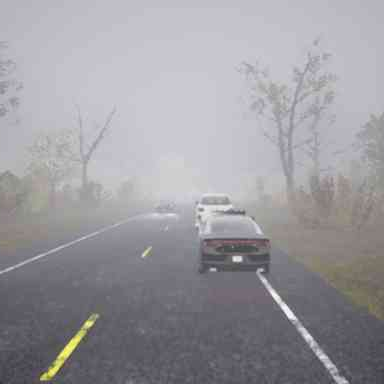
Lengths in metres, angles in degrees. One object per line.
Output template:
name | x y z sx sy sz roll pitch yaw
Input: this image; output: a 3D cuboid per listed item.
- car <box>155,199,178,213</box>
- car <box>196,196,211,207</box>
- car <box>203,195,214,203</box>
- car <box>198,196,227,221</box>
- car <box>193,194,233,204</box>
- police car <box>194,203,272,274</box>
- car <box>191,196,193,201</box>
car | -2.659 1.431 35.080 1.895 1.301 4.718 0 0 3
car | 1.737 1.306 47.203 1.837 1.490 4.892 0 0 5
car | 3.301 1.334 65.812 2.033 1.411 5.357 0 0 6
car | 1.555 1.215 26.253 2.097 1.767 4.553 0 0 2
car | 1.346 1.116 20.342 2.150 2.045 5.566 0 0 2
police car | 1.119 1.368 10.470 1.930 1.638 5.238 0 0 1
car | 0.909 1.261 75.440 1.837 1.490 4.892 0 0 7
